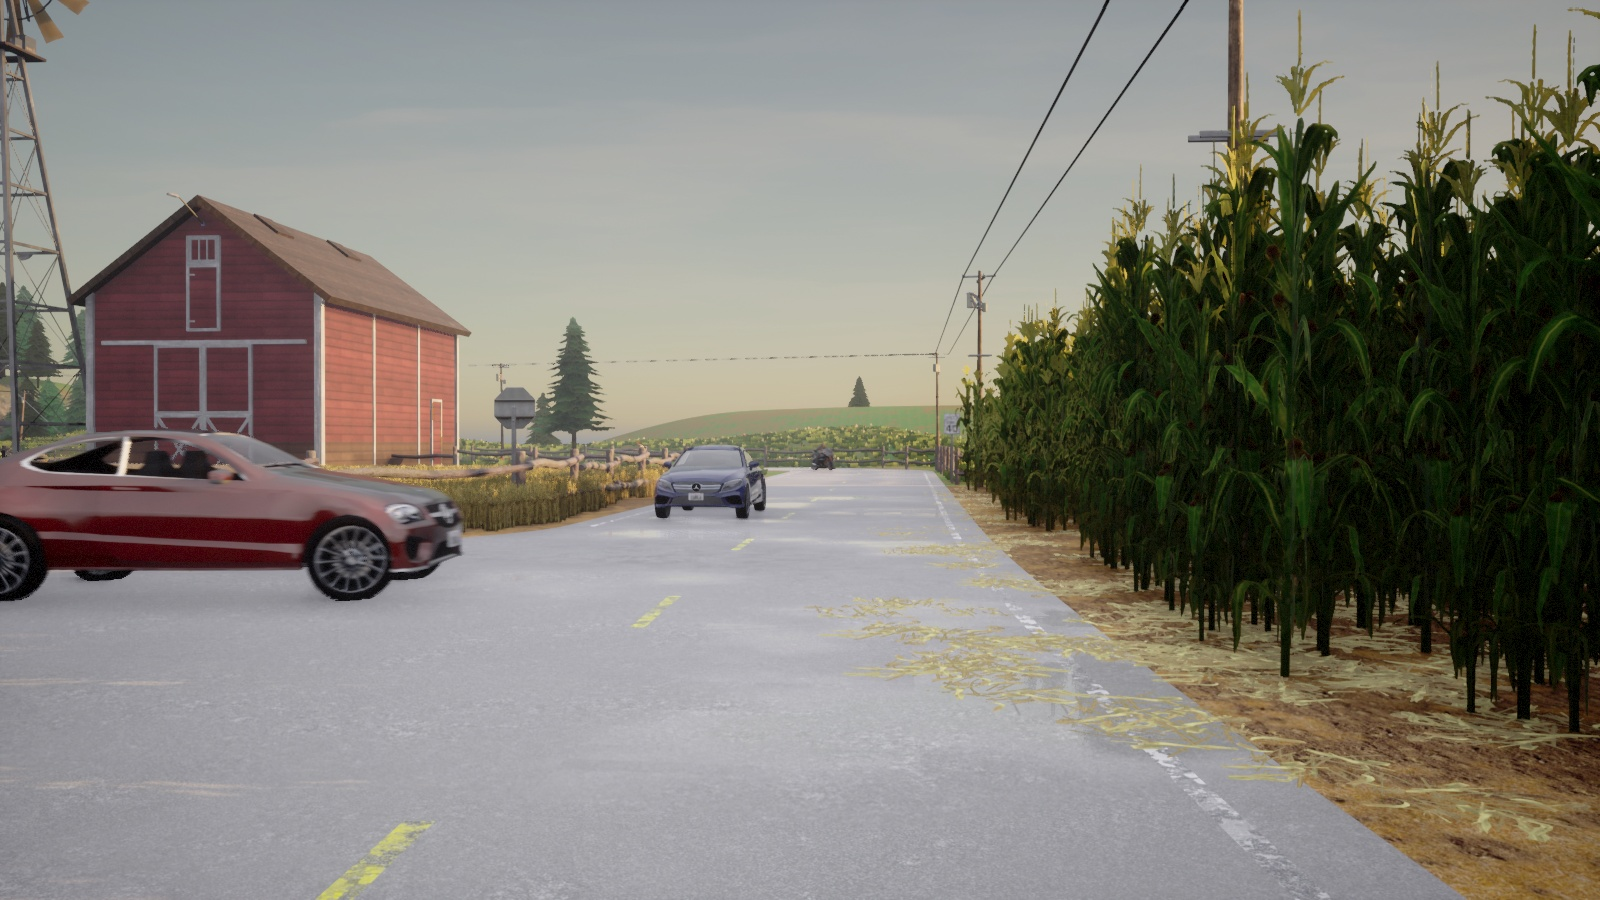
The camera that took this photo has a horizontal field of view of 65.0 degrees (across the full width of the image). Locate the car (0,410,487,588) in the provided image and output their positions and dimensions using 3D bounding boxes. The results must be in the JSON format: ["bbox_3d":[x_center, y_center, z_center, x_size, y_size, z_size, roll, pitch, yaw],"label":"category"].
[{"bbox_3d":[-5.964,0.448,12.816,5.027,1.651,2.152,0,0,-2],"label":"car"}]

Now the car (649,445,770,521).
[{"bbox_3d":[-1.790,0.621,26.363,1.812,1.442,4.674,0,0,5],"label":"car"}]

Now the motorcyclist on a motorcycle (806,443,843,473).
[{"bbox_3d":[1.300,0.404,66.825,0.866,1.530,2.191,-5,3,-29],"label":"motorcyclist on a motorcycle"}]
